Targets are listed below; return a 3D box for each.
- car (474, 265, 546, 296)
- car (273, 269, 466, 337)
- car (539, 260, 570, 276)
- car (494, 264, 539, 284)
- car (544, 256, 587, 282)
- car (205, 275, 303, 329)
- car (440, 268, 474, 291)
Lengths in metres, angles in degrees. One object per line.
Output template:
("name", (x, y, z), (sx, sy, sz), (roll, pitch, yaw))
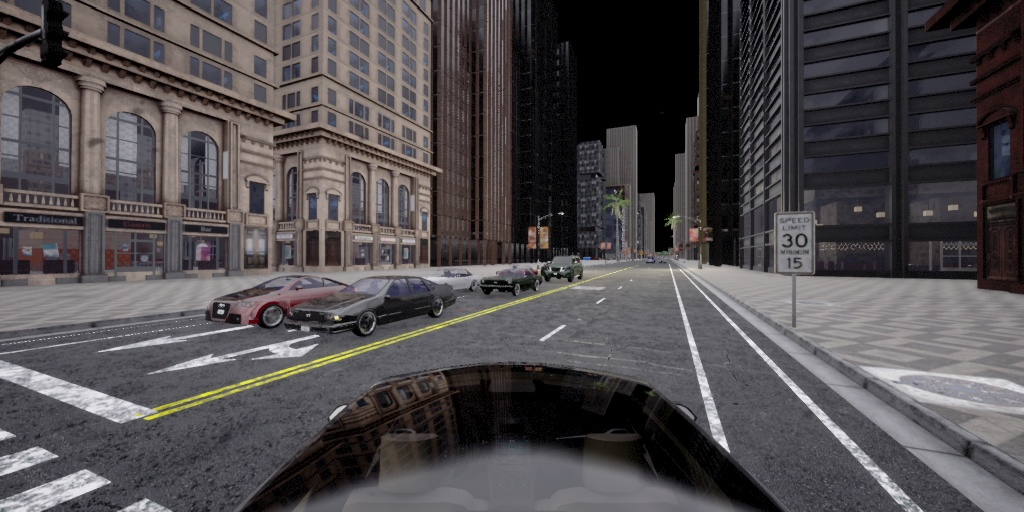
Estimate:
("car", (0.074, 1.358, 19.554), (1.895, 1.301, 4.718), (0, 0, 24))
("car", (-3.738, 1.299, 10.755), (2.033, 1.411, 5.357), (0, 0, 23))
("car", (4.541, 1.251, 37.944), (1.882, 1.535, 5.008), (0, 0, 24))
("car", (0.449, 1.364, 28.594), (1.895, 1.301, 4.718), (0, 0, 24))
("car", (4.330, 0.987, 29.367), (2.150, 2.045, 5.566), (0, 0, 23))
("car", (-6.990, 1.316, 11.413), (1.994, 1.385, 4.181), (0, 0, 24))
("car", (-3.512, 1.357, 19.454), (1.895, 1.301, 4.718), (0, 0, 23))
